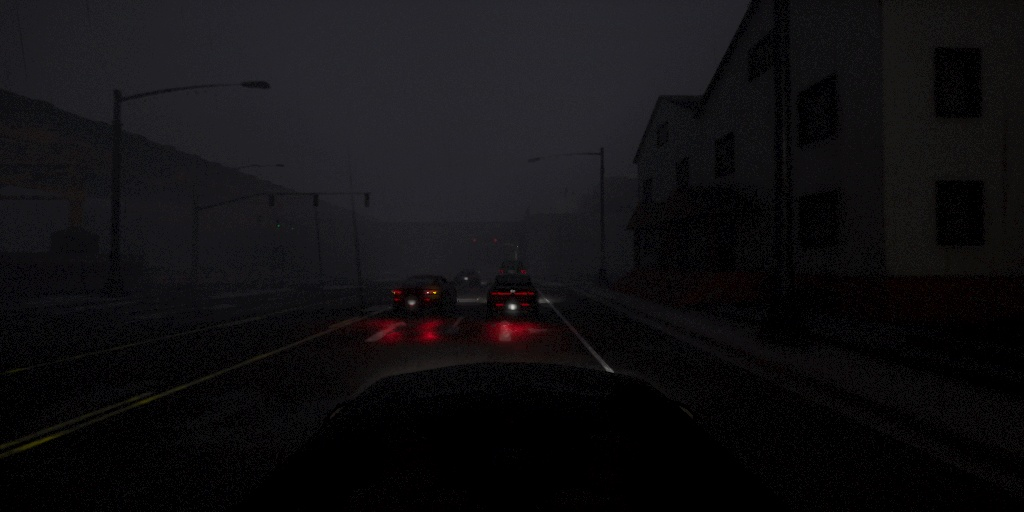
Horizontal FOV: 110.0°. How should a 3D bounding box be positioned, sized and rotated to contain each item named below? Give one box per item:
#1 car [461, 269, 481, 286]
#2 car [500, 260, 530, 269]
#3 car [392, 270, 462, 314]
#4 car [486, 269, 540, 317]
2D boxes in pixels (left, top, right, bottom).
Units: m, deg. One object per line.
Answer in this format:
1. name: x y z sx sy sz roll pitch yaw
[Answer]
1. car: -3.611 1.716 29.406 1.994 1.385 4.181 0 0 -3
2. car: 0.185 1.349 27.780 2.150 2.045 5.566 0 -1 4
3. car: -3.451 1.454 14.745 1.812 1.442 4.674 0 -1 1
4. car: 0.043 1.426 14.102 1.837 1.490 4.892 0 0 0
